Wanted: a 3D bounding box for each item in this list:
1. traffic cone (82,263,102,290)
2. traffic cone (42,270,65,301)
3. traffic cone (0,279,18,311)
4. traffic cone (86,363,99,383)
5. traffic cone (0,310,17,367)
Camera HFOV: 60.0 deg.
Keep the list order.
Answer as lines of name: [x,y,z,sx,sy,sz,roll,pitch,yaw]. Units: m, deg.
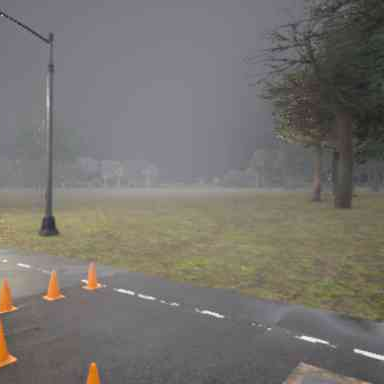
traffic cone: [-2.422,2.010,8.048,0.340,0.580,0.340,0,-1,36]
traffic cone: [-3.014,2.000,7.243,0.340,0.580,0.340,0,-1,36]
traffic cone: [-3.606,1.990,6.437,0.340,0.580,0.340,0,-1,36]
traffic cone: [-0.975,1.981,3.263,0.340,0.580,0.340,0,-1,36]
traffic cone: [-2.586,1.980,4.447,0.340,0.580,0.340,0,-1,36]
